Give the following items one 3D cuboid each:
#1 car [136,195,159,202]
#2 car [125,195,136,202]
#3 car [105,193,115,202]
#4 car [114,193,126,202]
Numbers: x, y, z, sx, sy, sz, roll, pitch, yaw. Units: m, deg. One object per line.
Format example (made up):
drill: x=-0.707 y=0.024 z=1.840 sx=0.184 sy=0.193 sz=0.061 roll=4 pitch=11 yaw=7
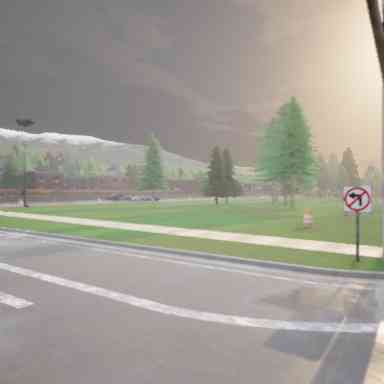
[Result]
car: x=-9.445 y=1.461 z=73.671 sx=1.882 sy=1.535 sz=5.008 roll=0 pitch=0 yaw=35
car: x=-12.317 y=1.506 z=75.673 sx=1.812 sy=1.442 sz=4.674 roll=0 pitch=0 yaw=35
car: x=-18.076 y=1.205 z=79.652 sx=2.150 sy=2.045 sz=5.566 roll=0 pitch=0 yaw=35
car: x=-15.188 y=1.505 z=77.675 sx=1.812 sy=1.442 sz=4.674 roll=0 pitch=0 yaw=35
